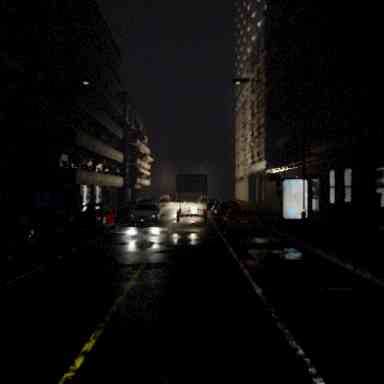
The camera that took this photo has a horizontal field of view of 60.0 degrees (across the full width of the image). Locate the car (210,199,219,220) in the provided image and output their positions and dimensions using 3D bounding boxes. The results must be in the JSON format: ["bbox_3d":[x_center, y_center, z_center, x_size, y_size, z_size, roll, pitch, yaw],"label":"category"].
[{"bbox_3d":[2.681,1.395,24.996,1.967,1.590,4.097,0,0,0],"label":"car"}]

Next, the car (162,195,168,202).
[{"bbox_3d":[-5.714,1.335,70.182,1.967,1.590,4.097,0,0,0],"label":"car"}]

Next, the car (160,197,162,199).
[{"bbox_3d":[-5.707,1.446,47.419,1.752,1.417,4.829,0,0,0],"label":"car"}]

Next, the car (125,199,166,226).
[{"bbox_3d":[-3.108,1.484,23.026,1.812,1.442,4.674,0,0,0],"label":"car"}]

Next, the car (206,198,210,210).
[{"bbox_3d":[2.679,1.496,30.646,2.008,1.369,4.403,0,0,0],"label":"car"}]

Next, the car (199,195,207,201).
[{"bbox_3d":[2.663,1.435,81.482,2.008,1.369,4.403,0,0,0],"label":"car"}]

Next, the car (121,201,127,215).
[{"bbox_3d":[-5.701,1.496,30.642,2.008,1.369,4.403,0,0,0],"label":"car"}]

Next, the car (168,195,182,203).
[{"bbox_3d":[-3.035,1.399,65.008,1.837,1.490,4.892,0,0,0],"label":"car"}]

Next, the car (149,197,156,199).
[{"bbox_3d":[-5.705,1.494,41.940,1.947,1.339,4.313,0,0,0],"label":"car"}]

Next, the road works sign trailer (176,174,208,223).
[{"bbox_3d":[-0.008,0.419,25.153,2.380,3.560,2.880,0,0,0],"label":"road works sign trailer"}]

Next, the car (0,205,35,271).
[{"bbox_3d":[-5.695,1.300,8.048,2.192,1.841,5.009,0,0,0],"label":"car"}]

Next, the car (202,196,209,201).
[{"bbox_3d":[2.676,1.494,41.943,1.947,1.339,4.313,0,0,0],"label":"car"}]

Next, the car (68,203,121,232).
[{"bbox_3d":[-5.697,1.405,19.346,1.967,1.590,4.097,0,0,0],"label":"car"}]

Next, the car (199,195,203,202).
[{"bbox_3d":[2.667,1.440,70.185,1.887,1.381,4.507,0,0,0],"label":"car"}]

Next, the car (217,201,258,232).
[{"bbox_3d":[2.683,1.490,19.519,1.752,1.417,4.829,0,0,0],"label":"car"}]

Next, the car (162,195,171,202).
[{"bbox_3d":[-5.715,1.470,75.831,1.802,1.307,4.206,0,0,0],"label":"car"}]
